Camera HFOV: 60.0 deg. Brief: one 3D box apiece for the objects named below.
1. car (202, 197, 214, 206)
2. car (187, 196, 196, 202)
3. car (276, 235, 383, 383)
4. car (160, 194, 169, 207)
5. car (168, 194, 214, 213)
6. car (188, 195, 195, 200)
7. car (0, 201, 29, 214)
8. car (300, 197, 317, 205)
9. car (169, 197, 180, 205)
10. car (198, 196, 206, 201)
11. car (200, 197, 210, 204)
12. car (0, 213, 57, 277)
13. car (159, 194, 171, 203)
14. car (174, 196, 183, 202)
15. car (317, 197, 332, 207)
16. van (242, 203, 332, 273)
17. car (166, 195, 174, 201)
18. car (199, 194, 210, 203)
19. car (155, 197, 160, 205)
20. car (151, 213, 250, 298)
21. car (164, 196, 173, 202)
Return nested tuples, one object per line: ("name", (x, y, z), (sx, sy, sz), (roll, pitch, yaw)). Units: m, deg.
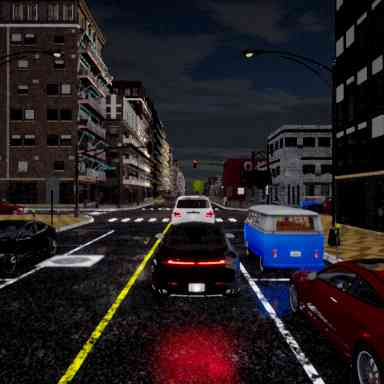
("car", (2.587, 1.562, 55.286), (1.752, 1.417, 4.829), (0, 0, 0))
("car", (-0.157, 1.618, 81.499), (2.033, 1.411, 5.357), (0, 0, 0))
("car", (2.651, 1.582, 4.640), (1.802, 1.307, 4.206), (0, 0, 0))
("car", (-3.196, 1.383, 50.185), (2.097, 1.767, 4.553), (0, 0, 0))
("car", (0.054, 1.225, 18.512), (2.150, 2.045, 5.566), (0, 0, 0))
("car", (-0.176, 1.584, 91.949), (1.895, 1.301, 4.718), (0, 0, 0))
("car", (-17.526, 1.535, 31.101), (4.206, 1.307, 1.802), (0, 0, 0))
("car", (15.075, 1.620, 36.997), (5.357, 1.411, 2.033), (0, 0, 2))
("car", (-3.183, 1.646, 61.499), (1.895, 1.301, 4.718), (0, 0, 0))
("car", (2.523, 1.643, 88.351), (2.008, 1.369, 4.403), (0, 0, 0))
("car", (2.565, 1.634, 66.194), (1.802, 1.307, 4.206), (0, 0, 0))
("car", (-5.707, 1.567, 10.338), (1.947, 1.339, 4.313), (0, 0, 0))
("car", (-5.825, 1.376, 71.717), (2.192, 1.841, 5.009), (0, 0, 0))
("car", (-3.149, 1.593, 76.504), (1.812, 1.442, 4.674), (0, 0, 0))
("car", (14.862, 1.359, 31.244), (5.009, 1.841, 2.192), (0, 0, 0))
("van", (2.641, 1.343, 10.329), (1.690, 1.788, 3.998), (0, 0, 0))
("car", (-5.858, 1.617, 88.164), (1.752, 1.417, 4.829), (0, 0, 0))
("car", (2.556, 1.376, 71.734), (2.192, 1.841, 5.009), (0, 0, 0))
("car", (-5.804, 1.569, 60.468), (1.752, 1.417, 4.829), (0, 0, 0))
("car", (0.081, 1.506, 8.511), (1.837, 1.490, 4.892), (0, 0, 0))
("car", (-5.848, 1.632, 82.795), (2.008, 1.369, 4.403), (0, 0, 0))
